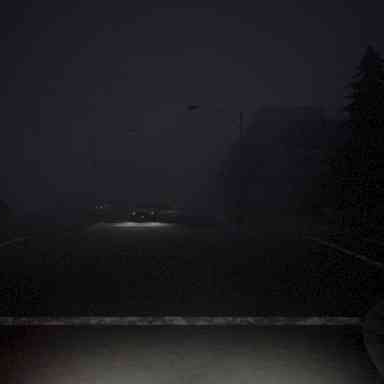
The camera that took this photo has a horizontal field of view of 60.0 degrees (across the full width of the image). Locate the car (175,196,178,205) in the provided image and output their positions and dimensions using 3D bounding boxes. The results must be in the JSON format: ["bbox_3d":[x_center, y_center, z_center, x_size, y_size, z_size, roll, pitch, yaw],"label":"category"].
[{"bbox_3d":[-3.477,1.468,58.786,1.882,1.535,5.008,0,0,1],"label":"car"}]

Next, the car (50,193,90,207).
[{"bbox_3d":[-17.204,1.105,46.327,4.605,1.855,1.932,0,0,0],"label":"car"}]

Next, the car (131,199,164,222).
[{"bbox_3d":[-3.576,1.521,26.401,1.812,1.442,4.674,0,0,0],"label":"car"}]

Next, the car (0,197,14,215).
[{"bbox_3d":[-17.358,1.384,27.744,3.633,1.501,1.845,0,0,0],"label":"car"}]

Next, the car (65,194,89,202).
[{"bbox_3d":[-24.965,1.301,72.114,4.514,1.523,2.007,0,0,0],"label":"car"}]

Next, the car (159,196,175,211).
[{"bbox_3d":[-3.550,1.470,41.834,1.882,1.535,5.008,0,0,0],"label":"car"}]

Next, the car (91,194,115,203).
[{"bbox_3d":[-17.602,1.159,62.027,5.027,1.636,2.152,0,0,0],"label":"car"}]

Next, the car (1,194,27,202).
[{"bbox_3d":[-34.983,1.102,65.182,4.605,1.855,1.932,0,0,0],"label":"car"}]

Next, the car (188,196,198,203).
[{"bbox_3d":[0.175,1.480,68.677,2.128,1.511,4.902,0,0,0],"label":"car"}]

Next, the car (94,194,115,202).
[{"bbox_3d":[-17.920,1.236,68.445,3.806,1.475,1.970,0,0,0],"label":"car"}]
